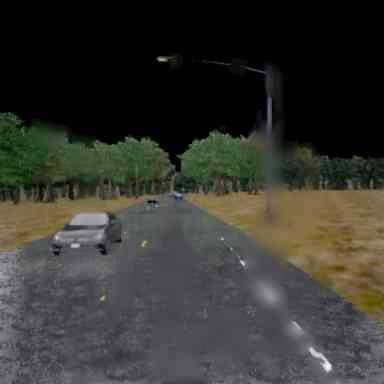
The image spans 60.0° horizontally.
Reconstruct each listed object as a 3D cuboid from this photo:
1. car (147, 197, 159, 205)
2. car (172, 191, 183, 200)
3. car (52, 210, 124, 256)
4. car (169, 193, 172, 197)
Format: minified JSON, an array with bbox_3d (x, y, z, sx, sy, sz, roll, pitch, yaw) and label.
[{"bbox_3d":[-6.401,1.417,54.621,1.895,1.301,4.718,0,0,-3],"label":"car"},{"bbox_3d":[-3.095,1.100,76.527,1.882,1.535,5.008,0,1,-4],"label":"car"},{"bbox_3d":[-3.882,1.482,13.145,1.812,1.442,4.674,0,0,-2],"label":"car"},{"bbox_3d":[-5.518,0.887,95.284,1.895,1.301,4.718,0,1,-2],"label":"car"}]
